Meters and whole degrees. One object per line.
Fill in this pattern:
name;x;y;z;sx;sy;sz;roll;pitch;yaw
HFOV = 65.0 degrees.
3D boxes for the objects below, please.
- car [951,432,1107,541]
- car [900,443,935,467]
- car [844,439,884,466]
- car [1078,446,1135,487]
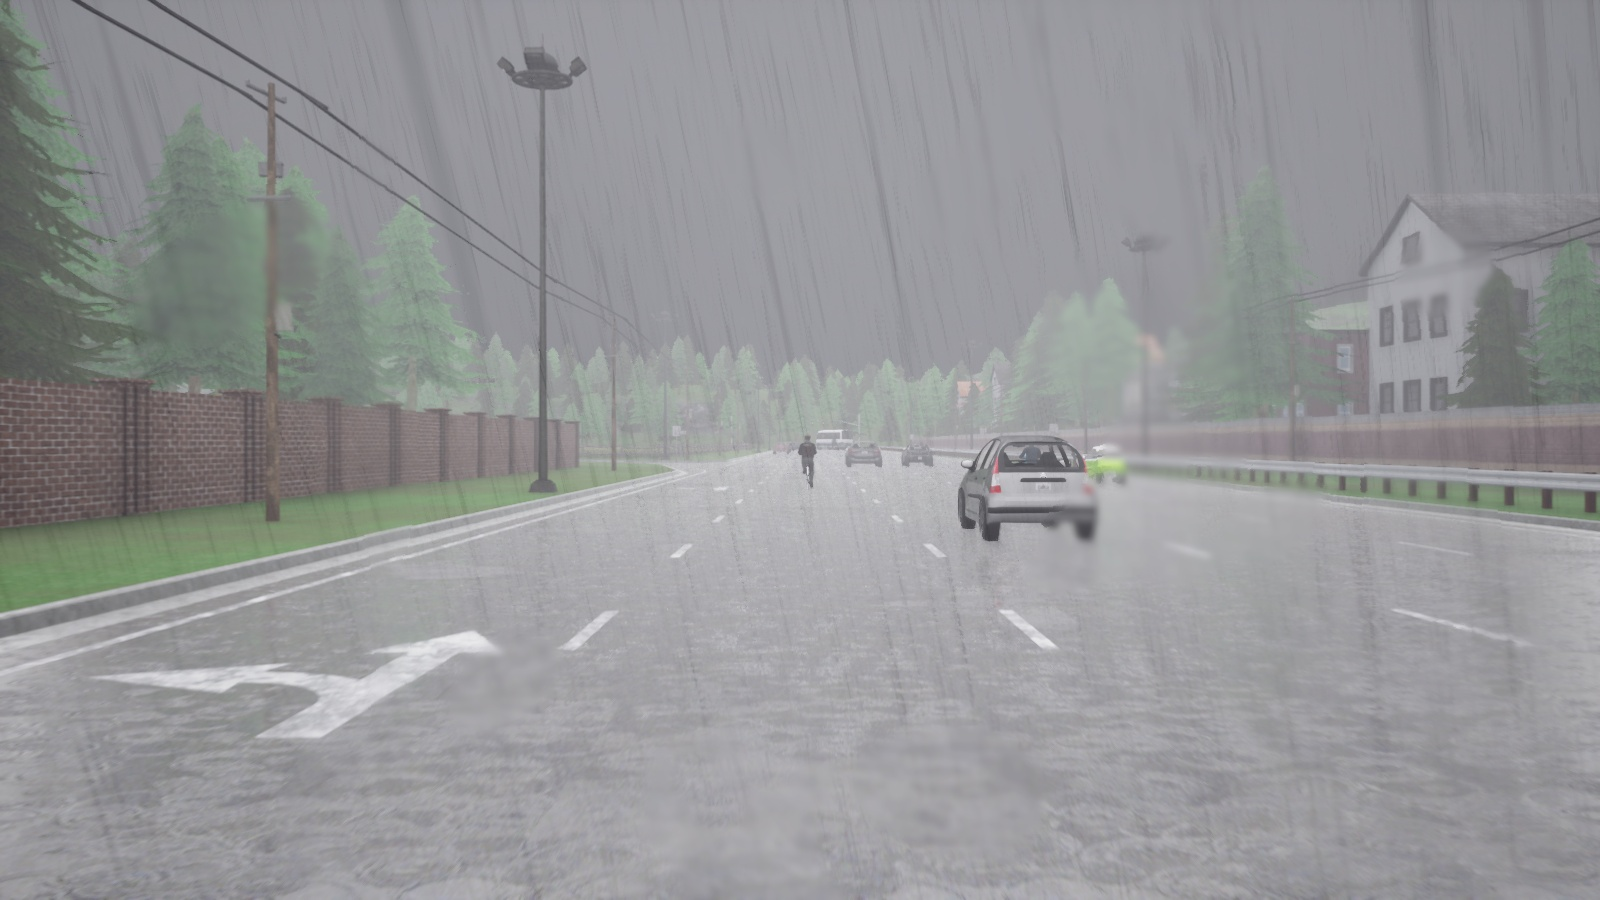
car;3.633;0.531;20.605;1.851;1.617;3.988;0;0;0
car;7.473;0.313;80.208;1.816;1.474;4.193;0;0;0
car;3.964;0.149;78.599;2.242;1.667;4.611;0;0;0
car;10.768;0.561;44.245;1.481;1.376;2.207;0;1;0
